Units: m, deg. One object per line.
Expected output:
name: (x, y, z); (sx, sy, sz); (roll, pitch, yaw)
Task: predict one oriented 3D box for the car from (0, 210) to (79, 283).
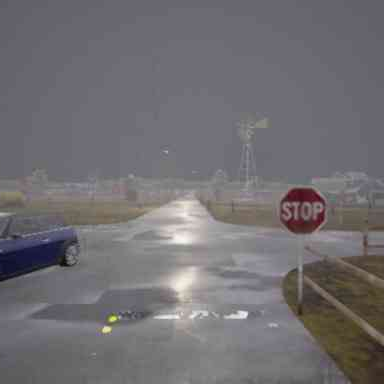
car: (-4.974, 1.328, 8.560); (2.097, 1.767, 4.553); (1, 0, 16)
